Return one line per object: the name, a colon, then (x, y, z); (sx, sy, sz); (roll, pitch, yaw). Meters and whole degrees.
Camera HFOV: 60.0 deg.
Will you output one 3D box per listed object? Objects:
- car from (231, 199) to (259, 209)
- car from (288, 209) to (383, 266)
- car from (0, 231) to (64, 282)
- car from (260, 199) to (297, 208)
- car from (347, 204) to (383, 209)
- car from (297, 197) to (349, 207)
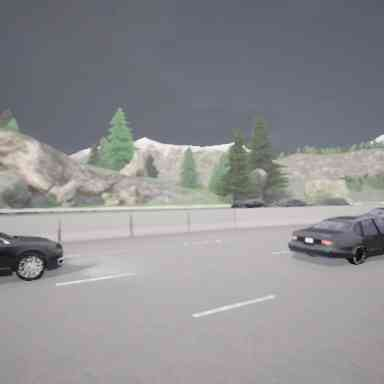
car: (7.085, 1.548, 40.061); (4.718, 1.301, 1.895); (0, 0, -25)
car: (5.772, 1.533, 11.518); (5.357, 1.411, 2.033); (0, 0, -30)
car: (-5.725, 1.492, 8.154); (4.892, 1.490, 1.837); (0, 0, -36)
car: (9.657, 1.463, 33.528); (4.892, 1.490, 1.837); (0, 0, -25)
car: (11.505, 1.525, 18.678); (5.357, 1.411, 2.033); (0, 0, -27)
car: (12.560, 1.312, 31.039); (4.553, 1.767, 2.097); (0, 0, -25)
